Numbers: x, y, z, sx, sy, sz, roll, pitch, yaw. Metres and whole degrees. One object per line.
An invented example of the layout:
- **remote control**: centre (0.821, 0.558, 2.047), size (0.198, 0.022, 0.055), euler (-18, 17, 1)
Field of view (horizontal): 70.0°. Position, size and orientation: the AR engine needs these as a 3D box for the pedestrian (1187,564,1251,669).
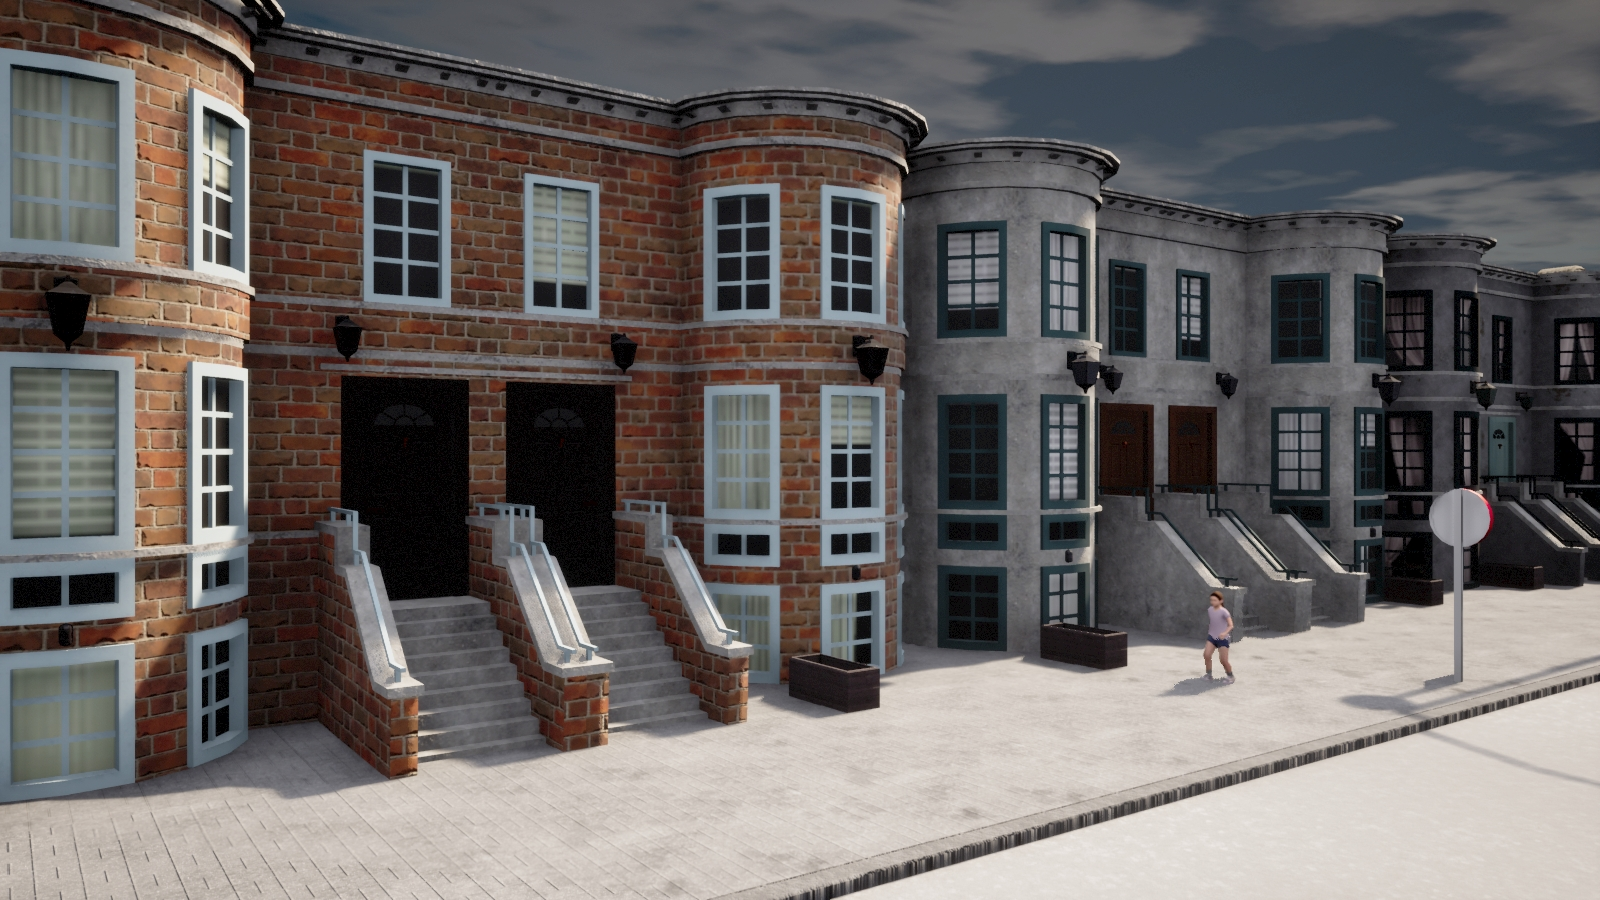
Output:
- **pedestrian**: centre (4.832, 1.904, 13.172), size (0.500, 1.100, 0.500), euler (0, 0, -37)
